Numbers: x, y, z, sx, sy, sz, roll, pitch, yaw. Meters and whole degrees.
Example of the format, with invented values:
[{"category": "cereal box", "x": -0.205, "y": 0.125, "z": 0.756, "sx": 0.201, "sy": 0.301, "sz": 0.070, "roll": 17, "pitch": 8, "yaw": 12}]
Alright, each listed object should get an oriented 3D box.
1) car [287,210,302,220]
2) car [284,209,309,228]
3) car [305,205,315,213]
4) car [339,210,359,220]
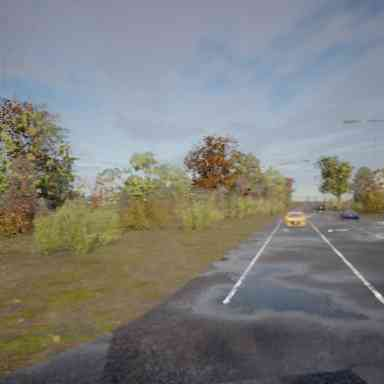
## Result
[{"category": "car", "x": 16.064, "y": 3.541, "z": 52.134, "sx": 2.033, "sy": 1.411, "sz": 5.357, "roll": -3, "pitch": -3, "yaw": 18}, {"category": "car", "x": 10.499, "y": 2.781, "z": 33.761, "sx": 1.882, "sy": 1.535, "sz": 5.008, "roll": -2, "pitch": -3, "yaw": 17}, {"category": "car", "x": 29.011, "y": 4.570, "z": 83.040, "sx": 1.994, "sy": 1.385, "sz": 4.181, "roll": -3, "pitch": -3, "yaw": 21}, {"category": "car", "x": 21.360, "y": 3.093, "z": 45.419, "sx": 1.994, "sy": 1.385, "sz": 4.181, "roll": -2, "pitch": -3, "yaw": 17}]
